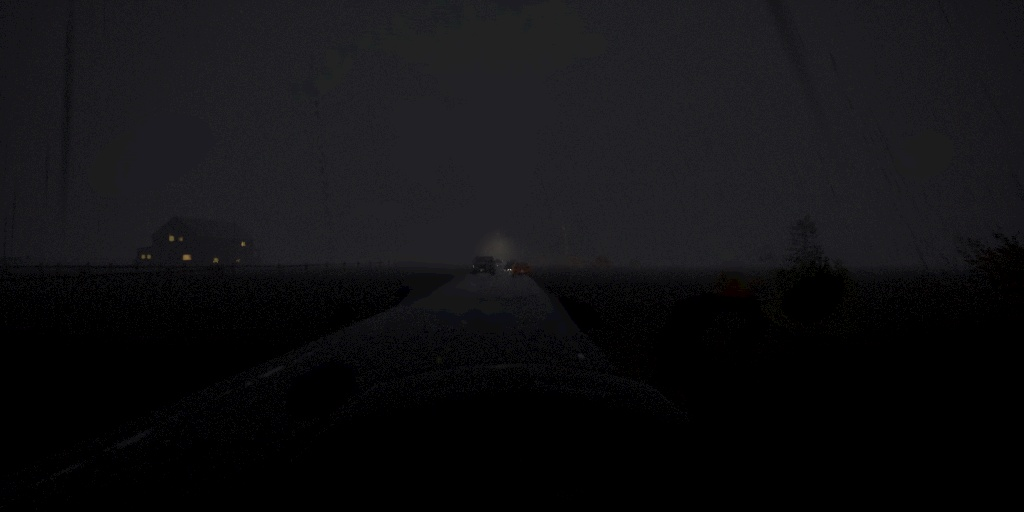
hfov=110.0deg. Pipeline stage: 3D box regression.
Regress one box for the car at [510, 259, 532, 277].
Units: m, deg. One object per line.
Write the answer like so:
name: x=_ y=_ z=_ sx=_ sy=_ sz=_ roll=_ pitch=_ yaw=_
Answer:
car: x=0.953 y=1.281 z=35.970 sx=1.882 sy=1.535 sz=5.008 roll=0 pitch=0 yaw=0

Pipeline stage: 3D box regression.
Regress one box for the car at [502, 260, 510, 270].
car: x=-0.012 y=1.342 z=54.072 sx=2.128 sy=1.511 sz=4.902 roll=0 pitch=0 yaw=0

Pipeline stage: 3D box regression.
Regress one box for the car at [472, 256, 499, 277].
car: x=-2.849 y=1.029 z=37.510 sx=2.150 sy=2.045 sz=5.566 roll=0 pitch=0 yaw=0
